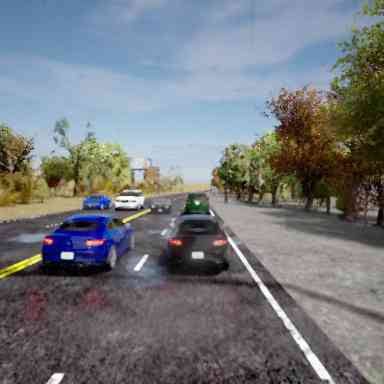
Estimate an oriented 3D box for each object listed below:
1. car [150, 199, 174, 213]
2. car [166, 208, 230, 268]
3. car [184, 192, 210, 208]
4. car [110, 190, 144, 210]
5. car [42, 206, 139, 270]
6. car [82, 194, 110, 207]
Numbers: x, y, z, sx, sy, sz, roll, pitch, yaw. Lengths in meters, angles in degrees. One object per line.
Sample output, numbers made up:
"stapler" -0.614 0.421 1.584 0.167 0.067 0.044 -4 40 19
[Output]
"car" -2.777 1.324 31.553 1.895 1.301 4.718 2 0 1
"car" 0.213 1.462 10.923 1.812 1.442 4.674 0 0 2
"car" 0.466 1.033 30.744 2.150 2.045 5.566 1 1 0
"car" -6.184 0.828 33.540 2.150 2.045 5.566 2 0 1
"car" -3.037 1.386 10.474 1.812 1.442 4.674 2 0 1
"car" -9.441 0.982 33.425 1.882 1.535 5.008 2 0 1
